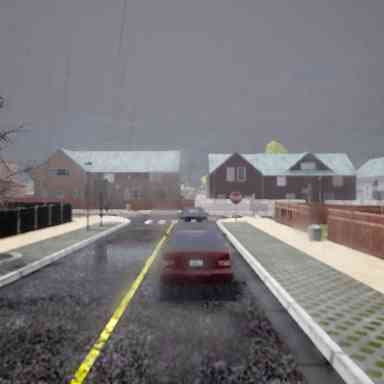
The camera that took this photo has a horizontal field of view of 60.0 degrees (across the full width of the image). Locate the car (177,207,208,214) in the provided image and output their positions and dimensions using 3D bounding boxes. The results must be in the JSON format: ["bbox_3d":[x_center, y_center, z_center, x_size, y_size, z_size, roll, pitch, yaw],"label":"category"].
[{"bbox_3d":[0.064,1.632,20.629,2.033,1.411,5.357,0,0,-1],"label":"car"}]

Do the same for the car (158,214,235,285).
[{"bbox_3d":[0.092,1.588,9.669,2.033,1.411,5.357,0,0,0],"label":"car"}]

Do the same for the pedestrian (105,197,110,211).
[{"bbox_3d":[-9.388,1.204,36.711,0.375,1.860,0.375,0,-1,1],"label":"pedestrian"}]
